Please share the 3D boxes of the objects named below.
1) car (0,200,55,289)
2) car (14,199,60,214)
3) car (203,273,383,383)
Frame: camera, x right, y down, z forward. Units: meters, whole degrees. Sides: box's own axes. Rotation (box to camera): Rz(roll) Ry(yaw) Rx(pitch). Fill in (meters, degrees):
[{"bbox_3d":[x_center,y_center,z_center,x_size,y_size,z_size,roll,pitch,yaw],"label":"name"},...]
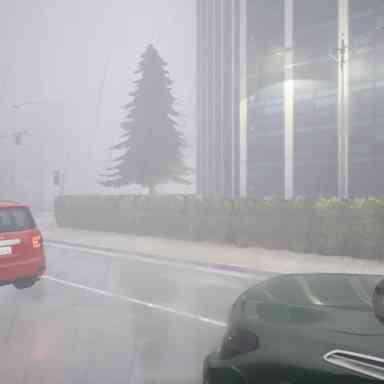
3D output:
[{"bbox_3d":[-5.722,1.221,8.009,5.566,2.045,2.150,0,0,38],"label":"car"},{"bbox_3d":[-17.162,1.564,37.002,1.994,1.385,4.181,0,0,36],"label":"car"},{"bbox_3d":[2.749,1.221,2.030,5.566,2.045,2.150,0,0,36],"label":"car"}]
